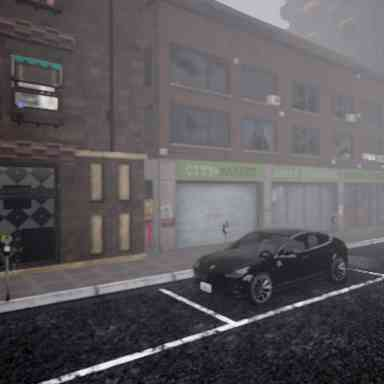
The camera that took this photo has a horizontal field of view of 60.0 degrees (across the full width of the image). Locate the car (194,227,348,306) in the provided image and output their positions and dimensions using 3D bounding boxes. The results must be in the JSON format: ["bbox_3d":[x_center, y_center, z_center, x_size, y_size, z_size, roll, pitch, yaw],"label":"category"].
[{"bbox_3d":[2.055,1.562,8.039,4.313,1.339,1.947,0,0,-36],"label":"car"}]
